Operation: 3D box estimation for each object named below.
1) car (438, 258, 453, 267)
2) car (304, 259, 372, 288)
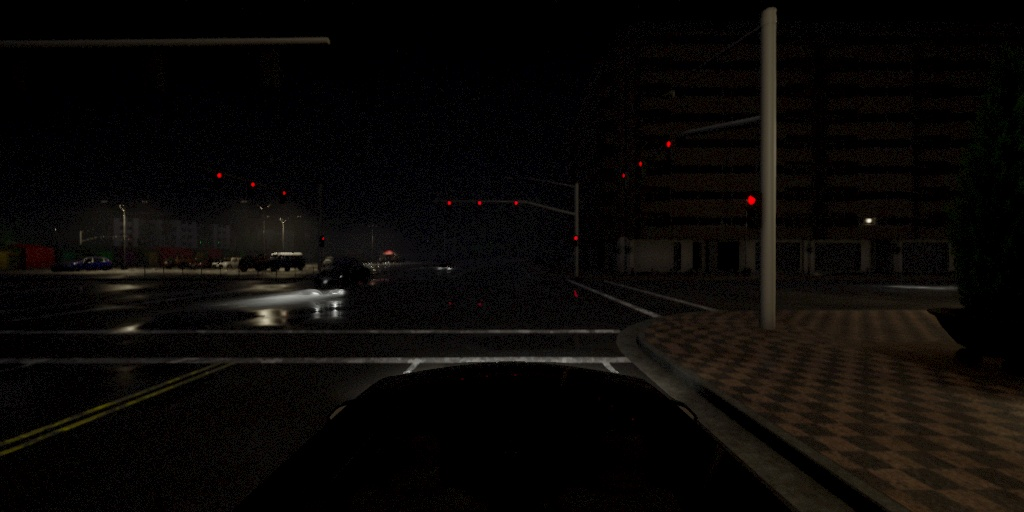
[{"bbox_3d":[-10.722,1.112,58.049,1.837,1.490,4.892,0,2,0],"label":"car"},{"bbox_3d":[-10.595,1.183,22.791,2.128,1.511,4.902,0,0,0],"label":"car"}]
